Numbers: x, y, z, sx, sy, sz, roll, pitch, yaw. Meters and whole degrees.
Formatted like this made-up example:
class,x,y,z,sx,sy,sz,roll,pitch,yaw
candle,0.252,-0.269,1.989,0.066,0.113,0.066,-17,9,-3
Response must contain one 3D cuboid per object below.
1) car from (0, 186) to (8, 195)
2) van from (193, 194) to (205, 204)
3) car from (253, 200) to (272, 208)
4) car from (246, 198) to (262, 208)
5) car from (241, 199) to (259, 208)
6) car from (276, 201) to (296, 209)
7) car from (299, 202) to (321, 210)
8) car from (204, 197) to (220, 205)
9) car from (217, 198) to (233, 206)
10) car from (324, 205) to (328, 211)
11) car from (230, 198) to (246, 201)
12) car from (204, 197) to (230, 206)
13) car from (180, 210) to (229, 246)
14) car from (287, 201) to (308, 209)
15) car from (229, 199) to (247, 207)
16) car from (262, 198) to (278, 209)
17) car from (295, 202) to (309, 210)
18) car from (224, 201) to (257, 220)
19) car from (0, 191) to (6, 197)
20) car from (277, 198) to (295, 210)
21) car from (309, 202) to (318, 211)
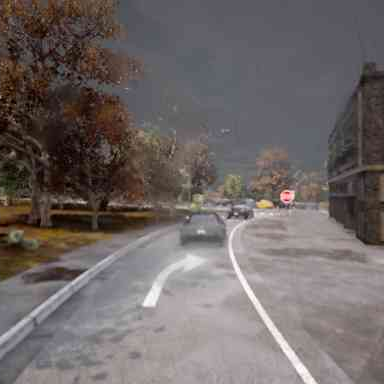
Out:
class,x,y,z,sx,sy,sz,roll,pitch,yaw
car,-35.674,-0.253,60.648,1.946,1.575,5.366,4,-1,-12
van,1.511,1.467,68.580,1.878,1.987,4.442,4,0,-12
car,15.087,2.533,71.660,1.946,1.575,5.366,3,-1,-11
car,9.613,1.856,57.042,2.185,1.767,4.553,4,-1,-11
car,12.352,2.380,71.104,1.946,1.575,5.366,3,-1,-11
car,20.456,2.800,72.559,2.097,1.535,5.008,3,-1,-11
car,26.045,3.040,73.696,2.231,1.521,4.892,2,-1,-12
car,4.083,1.902,69.234,2.002,1.452,4.674,4,-1,-11
car,6.806,2.080,69.788,2.002,1.452,4.674,4,-1,-11
car,25.988,2.732,60.311,2.185,1.767,4.553,2,-1,-12
car,6.880,1.833,56.483,2.163,1.488,4.792,4,-1,-11
car,4.169,1.654,55.871,2.163,1.488,4.792,4,-1,-11
car,0.607,1.632,15.754,1.994,1.385,4.181,0,-1,6
car,23.188,2.921,73.115,2.097,1.535,5.008,2,-1,-11
car,9.650,2.249,70.394,2.163,1.488,4.792,4,-1,-11
car,12.332,2.152,57.557,2.097,1.535,5.008,3,-1,-11
car,17.794,2.467,58.668,2.231,1.521,4.892,3,-1,-11
car,4.754,1.847,32.042,1.812,1.442,4.674,0,-1,20
car,-27.681,0.075,49.126,2.097,1.535,5.008,4,-1,-12
car,15.071,2.063,58.150,2.435,2.045,5.566,3,-1,-11
car,20.517,2.637,59.199,2.163,1.488,4.792,3,-1,-11
